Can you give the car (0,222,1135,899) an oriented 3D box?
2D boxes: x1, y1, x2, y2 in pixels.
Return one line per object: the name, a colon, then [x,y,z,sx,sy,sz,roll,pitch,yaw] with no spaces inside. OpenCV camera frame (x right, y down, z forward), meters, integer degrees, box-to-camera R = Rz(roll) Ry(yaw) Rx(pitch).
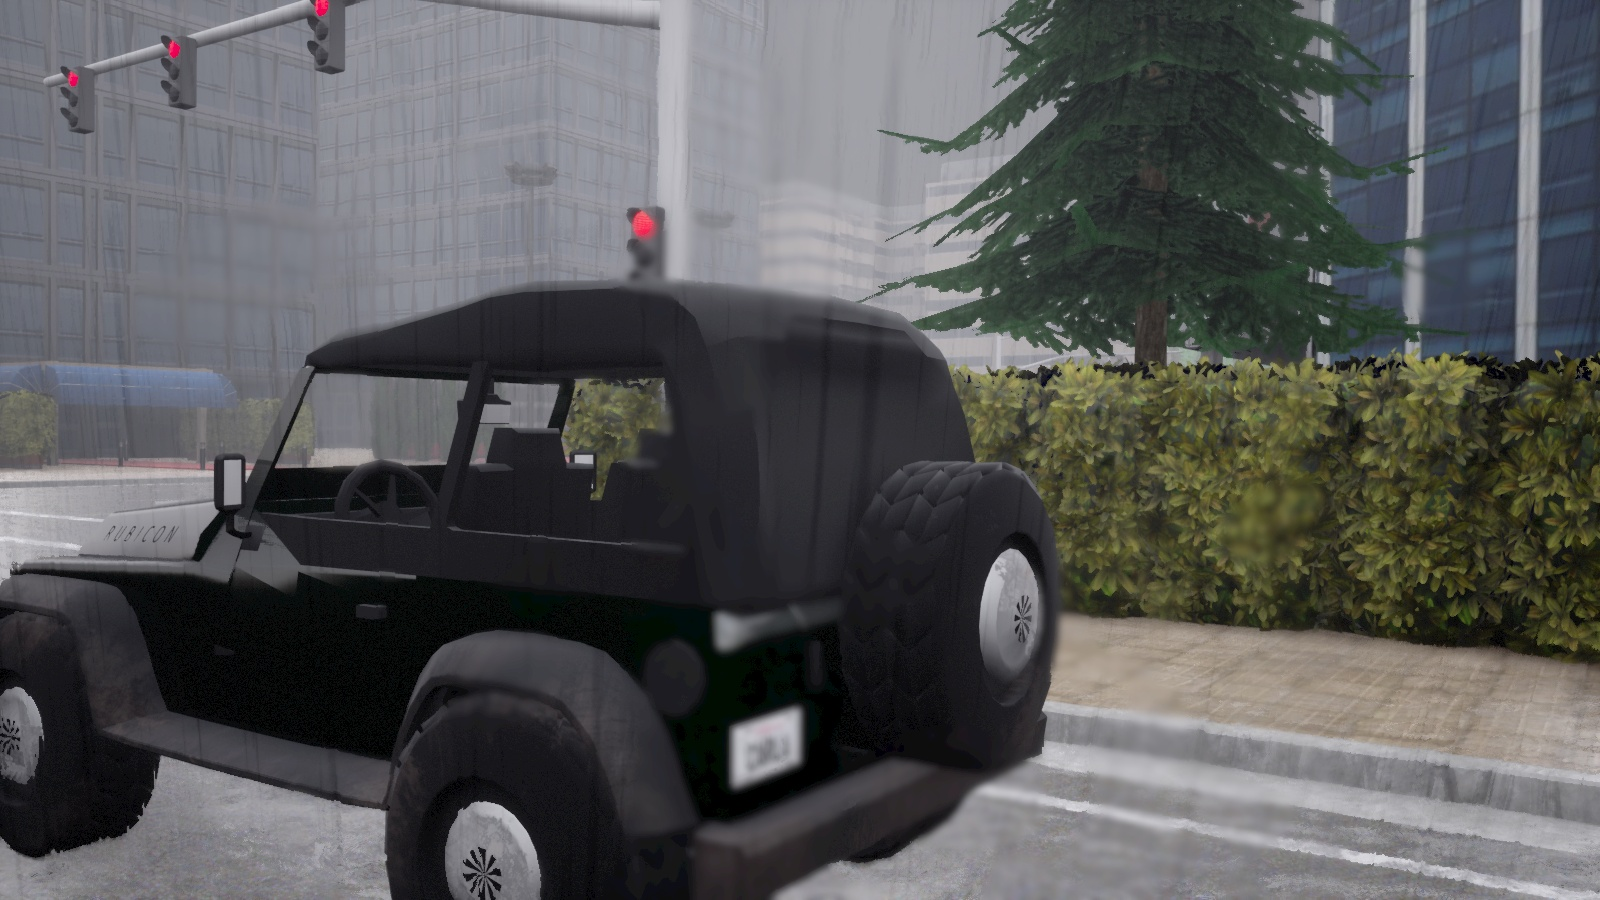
car: [-1.061,0.478,4.325,3.866,1.878,1.905,0,1,34]
